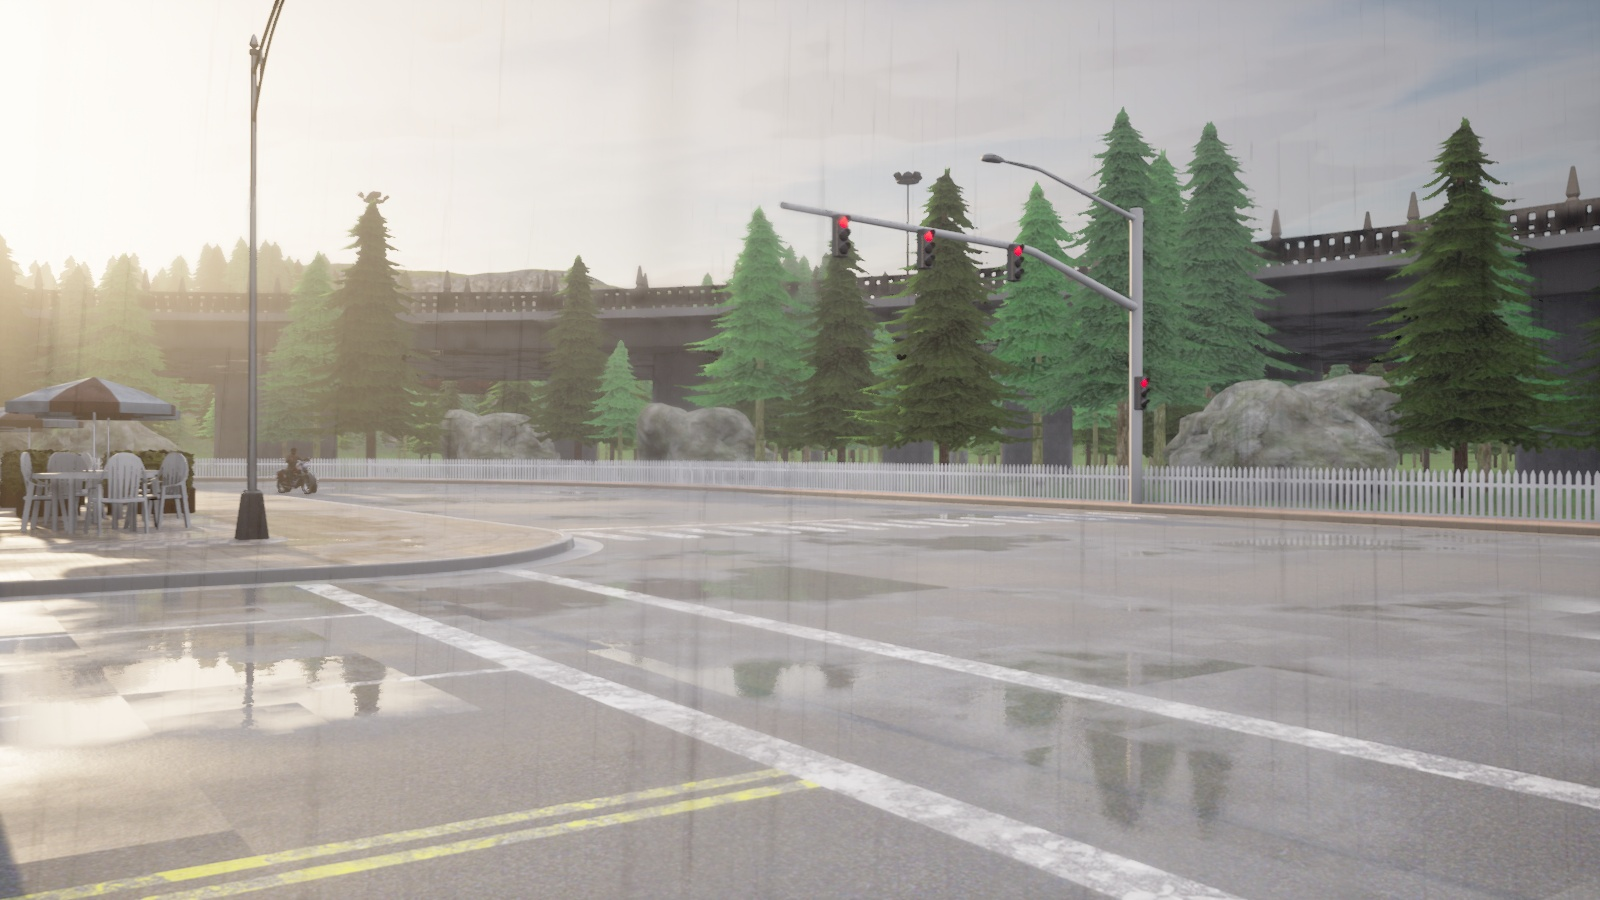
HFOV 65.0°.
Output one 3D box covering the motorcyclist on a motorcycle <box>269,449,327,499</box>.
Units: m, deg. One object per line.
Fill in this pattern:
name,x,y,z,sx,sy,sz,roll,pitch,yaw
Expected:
motorcyclist on a motorcycle,-17.160,0.793,42.918,2.350,1.649,0.766,0,0,39
